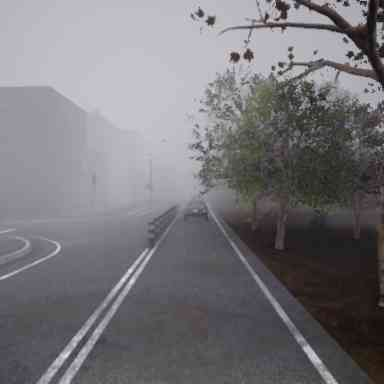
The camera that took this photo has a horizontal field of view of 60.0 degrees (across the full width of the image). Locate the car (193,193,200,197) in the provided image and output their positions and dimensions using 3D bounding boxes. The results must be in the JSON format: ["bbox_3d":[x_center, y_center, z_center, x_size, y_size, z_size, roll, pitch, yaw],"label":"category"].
[{"bbox_3d":[0.768,1.197,47.106,1.994,1.385,4.181,0,1,2],"label":"car"}]

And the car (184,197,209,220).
[{"bbox_3d":[0.319,1.382,26.079,2.033,1.411,5.357,0,0,1],"label":"car"}]
